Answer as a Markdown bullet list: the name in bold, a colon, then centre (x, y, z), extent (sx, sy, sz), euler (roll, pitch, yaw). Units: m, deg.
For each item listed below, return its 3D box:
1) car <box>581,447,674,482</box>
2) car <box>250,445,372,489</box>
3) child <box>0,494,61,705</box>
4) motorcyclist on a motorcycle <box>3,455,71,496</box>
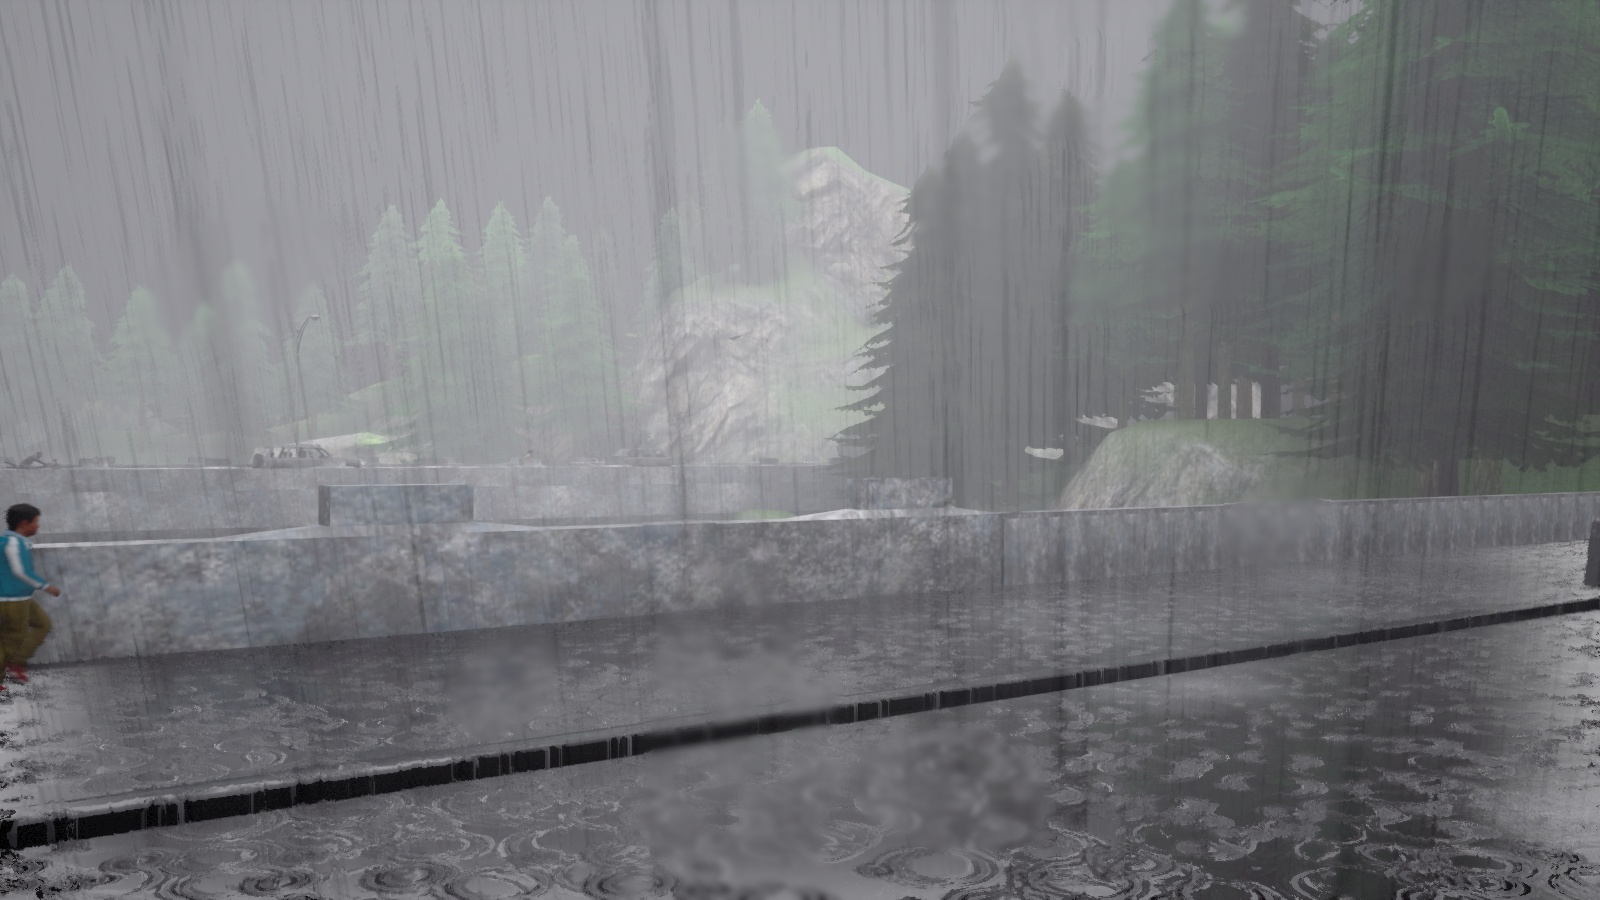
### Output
- **car**: centre (-9.300, 0.747, 67.903), extent (4.605, 1.855, 1.932), euler (0, 0, -35)
- **car**: centre (-21.266, 0.738, 54.680), extent (4.605, 1.855, 1.932), euler (1, -1, -35)
- **child**: centre (-4.622, 0.863, 7.360), extent (0.448, 1.192, 0.343), euler (0, 0, -41)
- **motorcyclist on a motorcycle**: centre (-29.650, 0.962, 48.832), extent (2.191, 1.530, 0.866), euler (-1, 0, -35)
